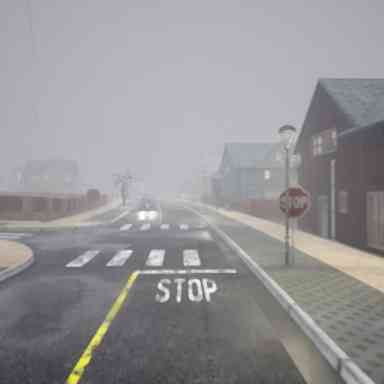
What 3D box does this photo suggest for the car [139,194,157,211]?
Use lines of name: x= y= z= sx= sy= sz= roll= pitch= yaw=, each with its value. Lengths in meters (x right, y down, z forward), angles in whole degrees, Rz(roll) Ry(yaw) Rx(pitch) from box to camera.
car: x=-4.964 y=1.296 z=37.600 sx=2.128 sy=1.511 sz=4.902 roll=0 pitch=0 yaw=-6
